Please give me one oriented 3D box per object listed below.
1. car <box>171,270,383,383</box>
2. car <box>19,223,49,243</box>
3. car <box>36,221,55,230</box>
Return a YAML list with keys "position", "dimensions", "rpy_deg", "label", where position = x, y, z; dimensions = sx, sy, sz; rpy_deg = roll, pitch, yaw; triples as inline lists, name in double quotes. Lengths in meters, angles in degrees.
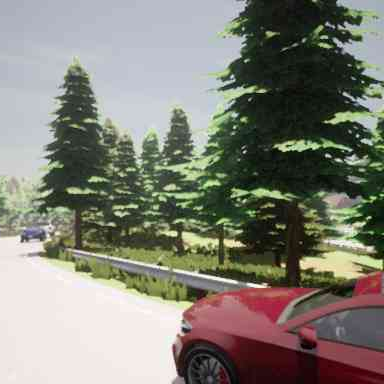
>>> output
- position: [1.941, 1.524, 3.153]
  dimensions: [4.674, 1.442, 1.812]
  rpy_deg: [0, 0, 37]
  label: "car"
- position: [-15.072, 4.003, 31.707]
  dimensions: [1.812, 1.442, 4.674]
  rpy_deg: [-1, -5, -18]
  label: "car"
- position: [-18.399, 4.668, 41.483]
  dimensions: [2.150, 2.045, 5.566]
  rpy_deg: [-1, -5, -19]
  label: "car"
